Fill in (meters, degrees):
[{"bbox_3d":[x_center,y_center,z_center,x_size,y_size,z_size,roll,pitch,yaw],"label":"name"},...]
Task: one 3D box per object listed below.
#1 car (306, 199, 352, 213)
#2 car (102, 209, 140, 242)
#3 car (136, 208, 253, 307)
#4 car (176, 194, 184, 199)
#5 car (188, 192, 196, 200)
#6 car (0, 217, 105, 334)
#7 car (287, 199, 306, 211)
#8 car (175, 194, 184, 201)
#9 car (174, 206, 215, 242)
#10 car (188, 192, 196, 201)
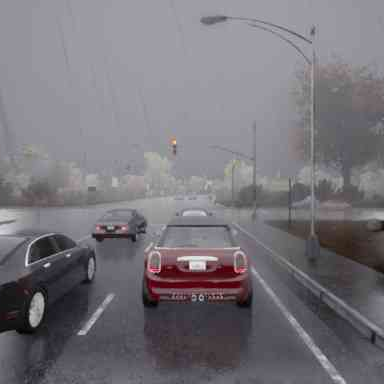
[{"bbox_3d":[15.160,1.560,36.446,4.181,1.385,1.994,0,0,3],"label":"car"},{"bbox_3d":[-3.389,1.546,16.398,2.033,1.411,5.357,0,0,0],"label":"car"},{"bbox_3d":[0.106,1.351,8.153,2.097,1.767,4.553,0,0,0],"label":"car"},{"bbox_3d":[-3.377,1.394,95.420,1.994,1.385,4.181,0,0,1],"label":"car"},{"bbox_3d":[0.123,1.066,95.426,2.150,2.045,5.566,0,0,1],"label":"car"},{"bbox_3d":[-3.393,1.504,6.740,1.837,1.490,4.892,0,0,0],"label":"car"},{"bbox_3d":[14.236,1.543,40.000,5.357,1.411,2.033,0,0,3],"label":"car"},{"bbox_3d":[-3.425,1.537,85.394,1.994,1.385,4.181,0,0,0],"label":"car"},{"bbox_3d":[0.114,1.524,17.193,1.812,1.442,4.674,0,0,0],"label":"car"},{"bbox_3d":[0.074,1.510,85.425,1.812,1.442,4.674,0,0,0],"label":"car"}]
